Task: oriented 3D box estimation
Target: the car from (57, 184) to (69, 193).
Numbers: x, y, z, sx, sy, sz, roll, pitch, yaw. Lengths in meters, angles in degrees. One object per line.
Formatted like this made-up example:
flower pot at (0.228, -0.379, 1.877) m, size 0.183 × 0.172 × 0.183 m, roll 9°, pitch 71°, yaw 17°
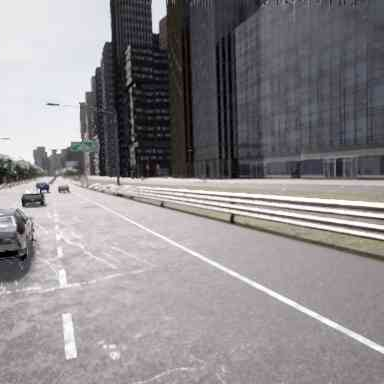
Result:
car at (-23.604, -0.683, 60.881) m, size 2.128 × 1.511 × 4.902 m, roll -3°, pitch 3°, yaw -23°

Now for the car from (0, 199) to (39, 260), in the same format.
car at (-6.124, 1.242, 10.496) m, size 2.033 × 1.411 × 5.357 m, roll -3°, pitch 3°, yaw -23°

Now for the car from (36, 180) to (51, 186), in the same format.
car at (-28.220, -0.860, 62.544) m, size 2.150 × 2.045 × 5.566 m, roll -3°, pitch 3°, yaw -23°

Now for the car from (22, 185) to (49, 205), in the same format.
car at (-15.501, 0.448, 32.582) m, size 2.128 × 1.511 × 4.902 m, roll -3°, pitch 3°, yaw -23°
